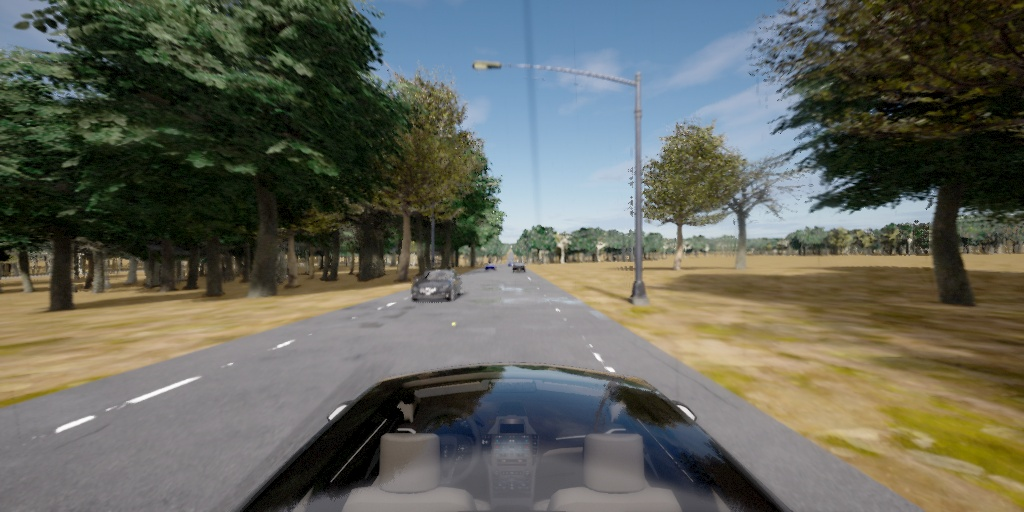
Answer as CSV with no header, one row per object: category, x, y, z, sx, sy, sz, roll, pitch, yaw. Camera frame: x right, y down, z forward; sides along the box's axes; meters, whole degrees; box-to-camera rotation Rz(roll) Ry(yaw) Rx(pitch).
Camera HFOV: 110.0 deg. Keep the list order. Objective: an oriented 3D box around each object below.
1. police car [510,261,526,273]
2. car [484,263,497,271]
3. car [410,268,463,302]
police car,1.040,1.605,52.742,1.930,1.638,5.238,0,-1,0
car,-3.523,1.853,59.720,1.895,1.301,4.718,0,-1,0
car,-3.595,1.374,17.792,1.837,1.490,4.892,0,-1,0
